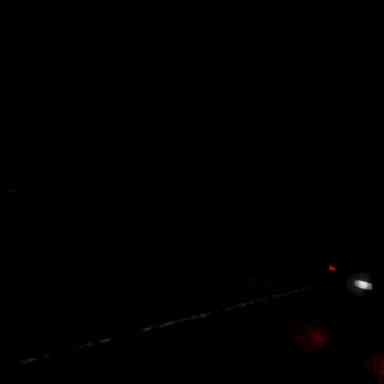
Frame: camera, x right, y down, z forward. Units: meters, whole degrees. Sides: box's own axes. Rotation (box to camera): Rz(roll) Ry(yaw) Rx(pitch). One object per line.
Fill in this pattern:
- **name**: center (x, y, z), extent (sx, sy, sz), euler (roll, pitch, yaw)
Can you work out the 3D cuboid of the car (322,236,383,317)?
- **car**: center (4.680, 1.645, 7.090), extent (4.181, 1.385, 1.994), euler (1, 0, -35)
